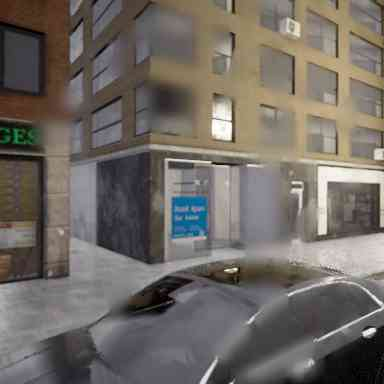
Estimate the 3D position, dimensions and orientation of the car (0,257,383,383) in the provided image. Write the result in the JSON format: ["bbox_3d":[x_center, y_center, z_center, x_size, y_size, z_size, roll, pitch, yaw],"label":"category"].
[{"bbox_3d":[0.376,1.515,3.221,4.892,1.490,1.837,0,0,-36],"label":"car"}]
